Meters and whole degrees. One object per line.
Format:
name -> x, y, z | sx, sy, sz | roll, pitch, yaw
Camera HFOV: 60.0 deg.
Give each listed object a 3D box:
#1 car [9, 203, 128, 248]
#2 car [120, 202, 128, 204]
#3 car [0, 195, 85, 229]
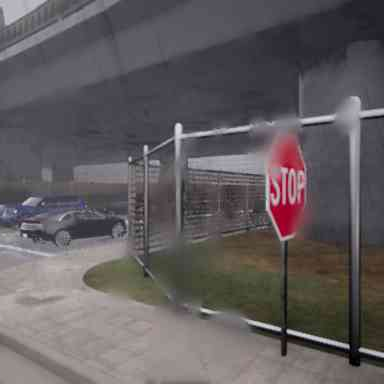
car -> -5.065, 1.480, 14.940 | 2.128, 1.511, 4.902 | 0, 0, 36
car -> -3.571, 1.335, 28.948 | 2.097, 1.767, 4.553 | 0, 0, 36
car -> -9.295, 1.205, 21.105 | 2.150, 2.045, 5.566 | 0, 0, 36
